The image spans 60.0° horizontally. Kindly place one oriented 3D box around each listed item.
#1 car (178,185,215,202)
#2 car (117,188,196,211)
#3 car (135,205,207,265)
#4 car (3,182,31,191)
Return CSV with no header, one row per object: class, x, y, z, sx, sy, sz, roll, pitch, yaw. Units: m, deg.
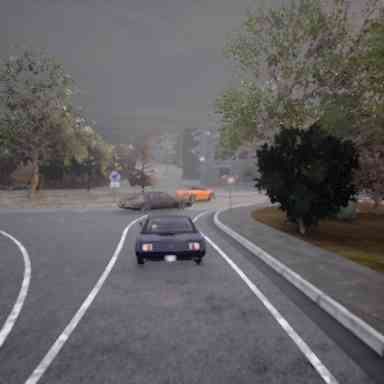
car,0.249,0.094,31.891,2.097,1.767,4.553,2,4,39
car,-2.638,0.679,24.000,5.357,1.411,2.033,-2,4,-36
car,-0.777,1.352,10.801,1.895,1.301,4.718,0,2,-6
car,-29.639,-1.045,56.978,4.902,1.511,2.128,-2,3,-44
